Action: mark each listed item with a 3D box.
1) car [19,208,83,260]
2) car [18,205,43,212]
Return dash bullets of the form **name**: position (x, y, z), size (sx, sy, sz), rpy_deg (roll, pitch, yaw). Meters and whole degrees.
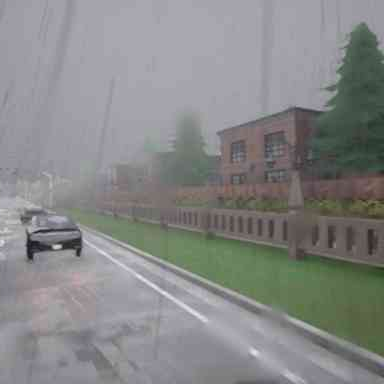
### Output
- **car**: position (-5.602, 1.627, 13.213), size (2.128, 1.511, 4.902), rpy_deg (0, 0, -27)
- **car**: position (-12.630, 1.791, 26.460), size (1.837, 1.490, 4.892), rpy_deg (0, 0, -27)
